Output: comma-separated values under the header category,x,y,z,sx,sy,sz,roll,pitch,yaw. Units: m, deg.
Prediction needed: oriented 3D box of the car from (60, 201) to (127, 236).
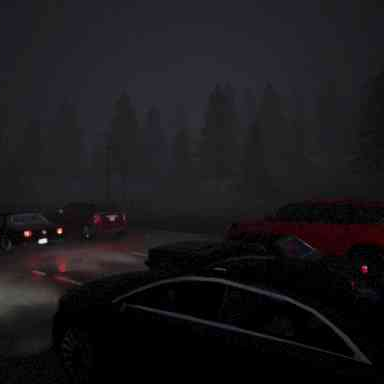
category,x,y,z,sx,sy,sz,roll,pitch,yaw
car,-5.363,1.221,16.389,4.553,1.767,2.097,1,0,35

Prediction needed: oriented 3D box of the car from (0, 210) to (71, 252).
category,x,y,z,sx,sy,sz,roll,pitch,yaw
car,-7.182,1.473,13.382,4.718,1.301,1.895,1,0,36

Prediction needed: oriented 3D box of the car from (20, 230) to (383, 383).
category,x,y,z,sx,sy,sz,roll,pitch,yaw
car,0.417,1.472,3.668,4.902,1.511,2.128,0,0,36

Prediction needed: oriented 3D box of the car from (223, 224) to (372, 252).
category,x,y,z,sx,sy,sz,roll,pitch,yaw
car,1.185,1.568,7.445,4.718,1.301,1.895,1,0,35

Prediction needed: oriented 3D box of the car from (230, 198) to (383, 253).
category,x,y,z,sx,sy,sz,roll,pitch,yaw
car,3.683,1.197,9.962,5.566,2.045,2.150,1,1,35
